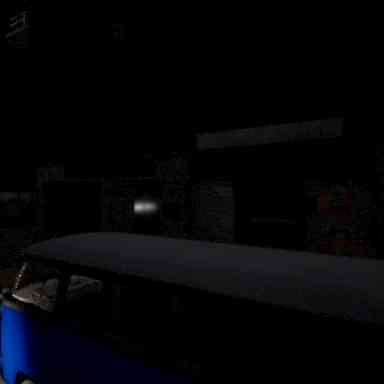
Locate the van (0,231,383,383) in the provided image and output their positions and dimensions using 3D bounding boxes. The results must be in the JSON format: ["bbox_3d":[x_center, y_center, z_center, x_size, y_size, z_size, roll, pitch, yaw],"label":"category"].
[{"bbox_3d":[-0.105,1.339,2.921,3.998,1.788,1.690,0,0,35],"label":"van"}]
